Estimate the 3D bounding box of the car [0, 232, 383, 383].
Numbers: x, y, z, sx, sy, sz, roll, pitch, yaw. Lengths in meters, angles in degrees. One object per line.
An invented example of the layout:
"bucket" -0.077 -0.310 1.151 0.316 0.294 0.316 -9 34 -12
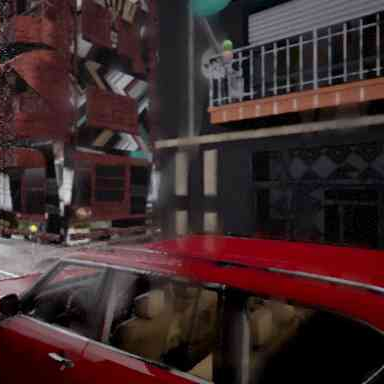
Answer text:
"car" -0.225 1.303 2.896 5.009 1.841 2.192 0 0 36
